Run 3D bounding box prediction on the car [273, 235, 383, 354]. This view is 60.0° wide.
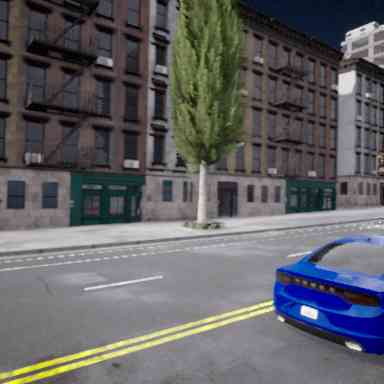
[{"bbox_3d":[3.646,1.534,6.070,5.008,1.535,1.882,0,0,-36],"label":"car"}]
